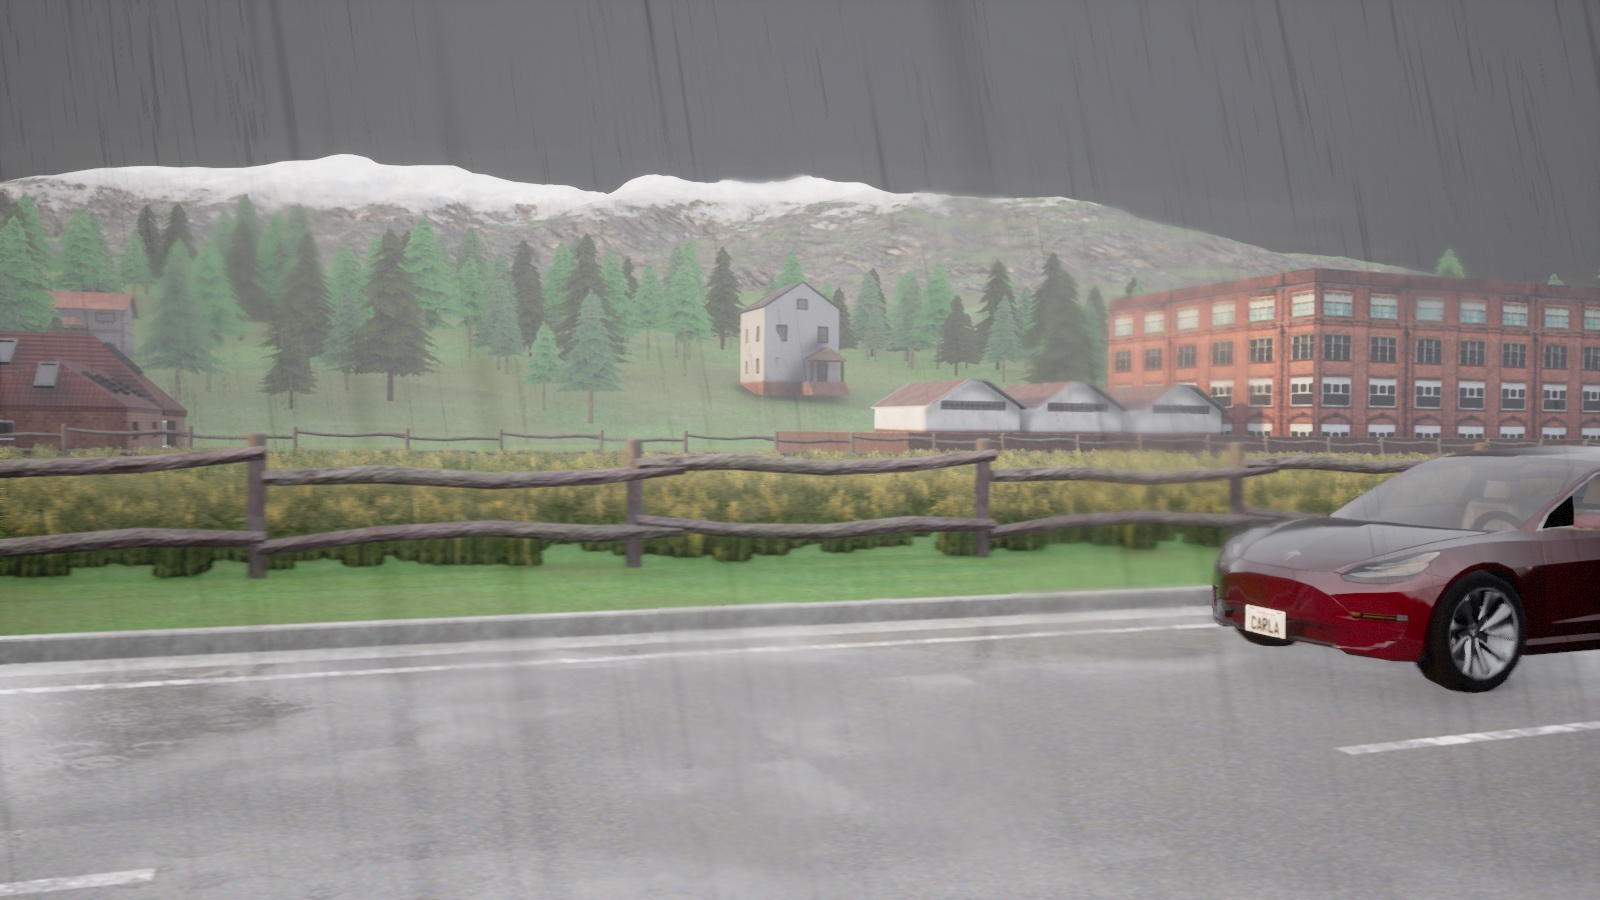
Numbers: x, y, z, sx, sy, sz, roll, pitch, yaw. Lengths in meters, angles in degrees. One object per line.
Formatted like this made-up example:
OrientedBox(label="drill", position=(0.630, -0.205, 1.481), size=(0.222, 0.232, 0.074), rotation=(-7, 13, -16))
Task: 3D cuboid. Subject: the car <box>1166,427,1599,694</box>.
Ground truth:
OrientedBox(label="car", position=(5.293, 0.594, 8.992), size=(4.792, 1.488, 2.163), rotation=(-1, 1, -21))
